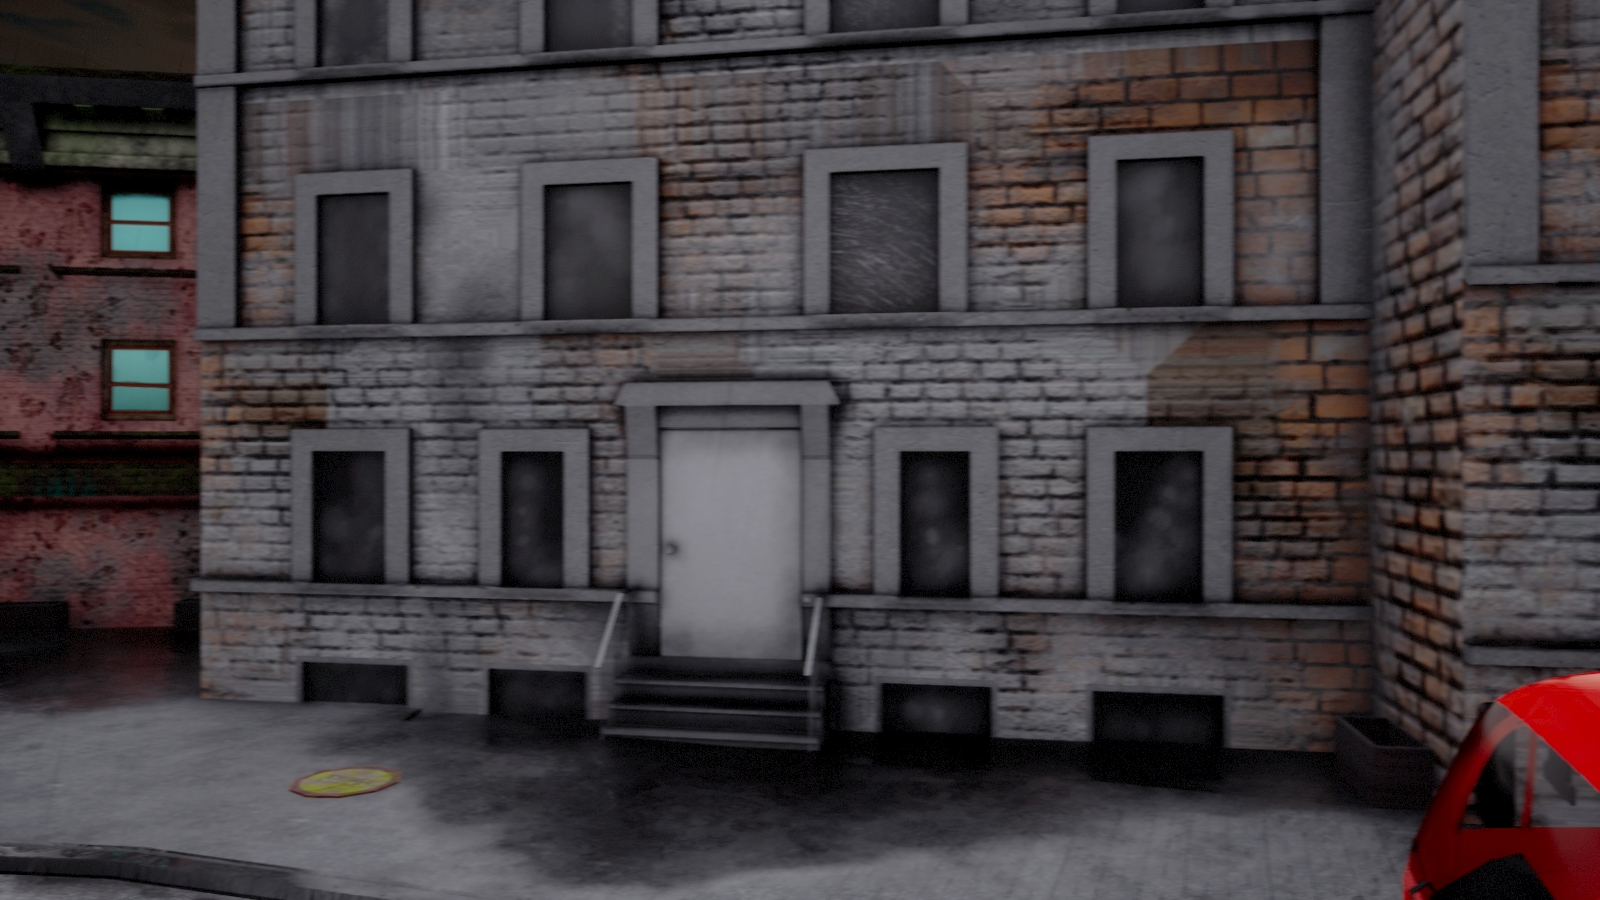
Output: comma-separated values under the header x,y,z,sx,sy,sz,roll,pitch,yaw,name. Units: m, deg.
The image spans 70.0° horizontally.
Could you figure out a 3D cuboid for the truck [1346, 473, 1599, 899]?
x,y,z,sx,sy,sz,roll,pitch,yaw,name
4.053,1.360,2.187,5.204,2.467,2.627,1,0,20,truck
